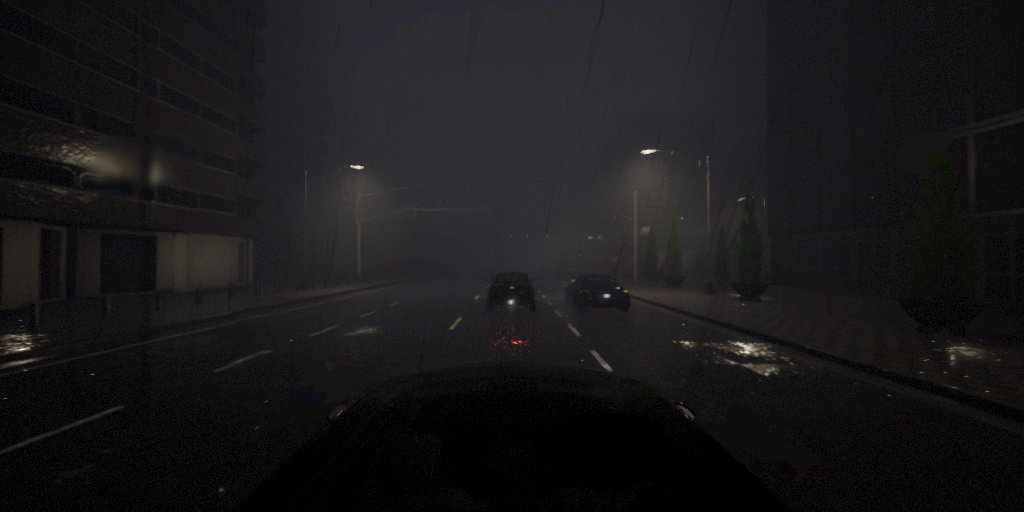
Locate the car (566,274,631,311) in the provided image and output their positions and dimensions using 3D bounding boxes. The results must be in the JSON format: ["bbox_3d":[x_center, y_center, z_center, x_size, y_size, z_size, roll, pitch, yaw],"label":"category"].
[{"bbox_3d":[3.513,1.464,15.233,1.994,1.385,4.181,0,-1,1],"label":"car"}]

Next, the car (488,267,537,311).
[{"bbox_3d":[0.014,1.408,15.333,1.837,1.490,4.892,0,0,0],"label":"car"}]
